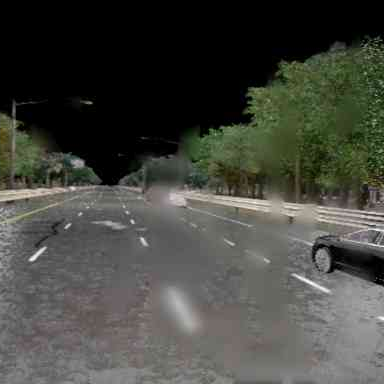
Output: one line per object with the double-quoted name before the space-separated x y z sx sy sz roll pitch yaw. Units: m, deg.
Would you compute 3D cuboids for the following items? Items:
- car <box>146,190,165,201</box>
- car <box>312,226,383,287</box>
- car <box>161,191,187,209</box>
"car" -6.026 0.425 52.994 2.097 1.767 4.553 2 1 -13
"car" 4.806 1.541 7.876 2.128 1.511 4.902 2 1 -14
"car" -1.783 0.990 35.288 1.812 1.442 4.674 2 1 -14
